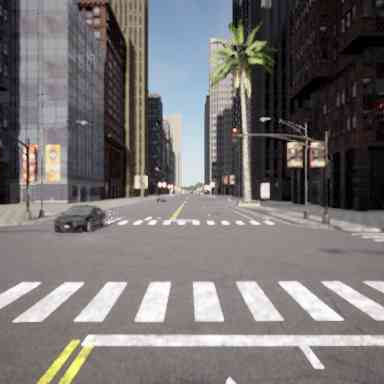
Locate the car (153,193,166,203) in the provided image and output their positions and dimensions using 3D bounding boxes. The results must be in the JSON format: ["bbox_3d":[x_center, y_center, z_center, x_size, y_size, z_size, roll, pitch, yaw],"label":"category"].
[{"bbox_3d":[-6.463,1.495,70.144,2.033,1.411,5.357,0,0,0],"label":"car"}]

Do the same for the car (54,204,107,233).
[{"bbox_3d":[-6.488,1.515,19.778,1.882,1.535,5.008,0,0,0],"label":"car"}]
